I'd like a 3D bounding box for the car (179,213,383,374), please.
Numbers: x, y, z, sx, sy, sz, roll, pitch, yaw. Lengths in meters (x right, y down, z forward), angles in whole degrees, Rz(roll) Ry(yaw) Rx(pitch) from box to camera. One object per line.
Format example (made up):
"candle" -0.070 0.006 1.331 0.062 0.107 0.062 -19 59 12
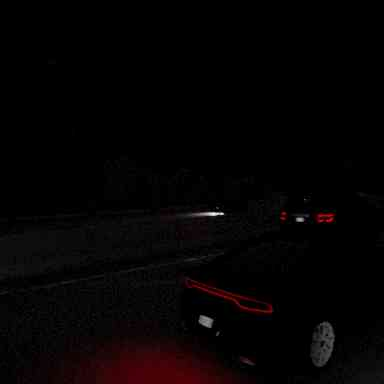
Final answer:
"car" 2.109 1.382 5.598 5.008 1.535 1.882 -1 1 -38

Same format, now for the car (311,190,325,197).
"car" 30.308 0.401 79.954 1.837 1.490 4.892 -1 0 6

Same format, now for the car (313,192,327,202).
"car" 20.829 0.784 53.881 1.994 1.385 4.181 -1 0 22

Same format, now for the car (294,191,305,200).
"car" 20.759 0.676 64.584 1.837 1.490 4.892 -1 0 16

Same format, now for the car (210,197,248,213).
"car" 3.565 1.209 31.583 1.994 1.385 4.181 -1 0 39

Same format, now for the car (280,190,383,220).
"car" 5.676 0.987 13.204 5.566 2.045 2.150 -1 1 -42

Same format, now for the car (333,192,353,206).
"car" 18.893 0.800 41.598 1.882 1.535 5.008 -1 0 29
